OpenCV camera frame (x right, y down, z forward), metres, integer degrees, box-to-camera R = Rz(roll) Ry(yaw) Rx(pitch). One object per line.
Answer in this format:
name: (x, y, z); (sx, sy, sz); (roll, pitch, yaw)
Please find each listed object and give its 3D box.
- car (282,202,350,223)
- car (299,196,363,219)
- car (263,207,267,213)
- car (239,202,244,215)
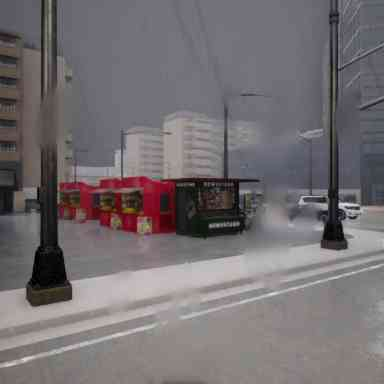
car: (9.676, 1.707, 26.696); (1.895, 1.301, 4.718); (0, -1, -37)
car: (12.005, 1.339, 29.426); (2.150, 2.045, 5.566); (0, -1, -36)
car: (5.984, 1.789, 37.717); (2.033, 1.411, 5.357); (0, -1, -36)
car: (3.994, 1.769, 34.494); (2.033, 1.411, 5.357); (0, -1, -37)
